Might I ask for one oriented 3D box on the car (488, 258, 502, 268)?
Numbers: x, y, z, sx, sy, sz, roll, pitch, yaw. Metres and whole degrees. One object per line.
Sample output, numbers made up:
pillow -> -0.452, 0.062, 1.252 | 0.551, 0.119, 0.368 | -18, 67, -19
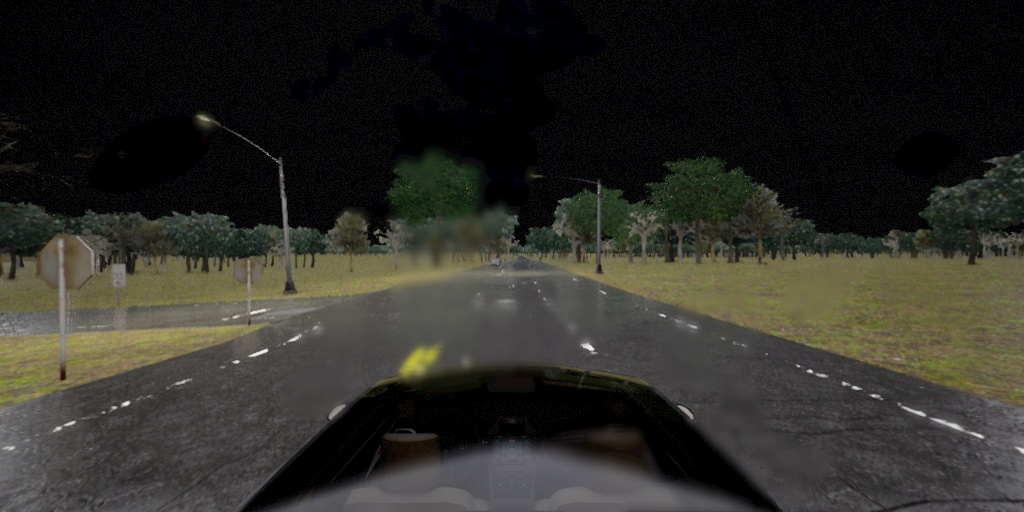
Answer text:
car -> -2.652, 1.158, 57.971 | 1.837, 1.490, 4.892 | 0, 0, 2
